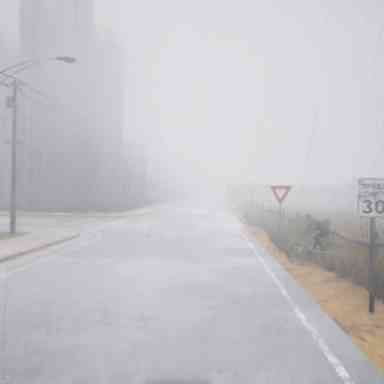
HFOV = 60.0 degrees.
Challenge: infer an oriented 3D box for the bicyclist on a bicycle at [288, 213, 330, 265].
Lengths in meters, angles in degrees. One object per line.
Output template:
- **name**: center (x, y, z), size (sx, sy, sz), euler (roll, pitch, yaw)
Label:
- **bicyclist on a bicycle**: center (3.806, 1.482, 10.398), size (1.656, 1.620, 0.582), euler (-3, 4, 3)
